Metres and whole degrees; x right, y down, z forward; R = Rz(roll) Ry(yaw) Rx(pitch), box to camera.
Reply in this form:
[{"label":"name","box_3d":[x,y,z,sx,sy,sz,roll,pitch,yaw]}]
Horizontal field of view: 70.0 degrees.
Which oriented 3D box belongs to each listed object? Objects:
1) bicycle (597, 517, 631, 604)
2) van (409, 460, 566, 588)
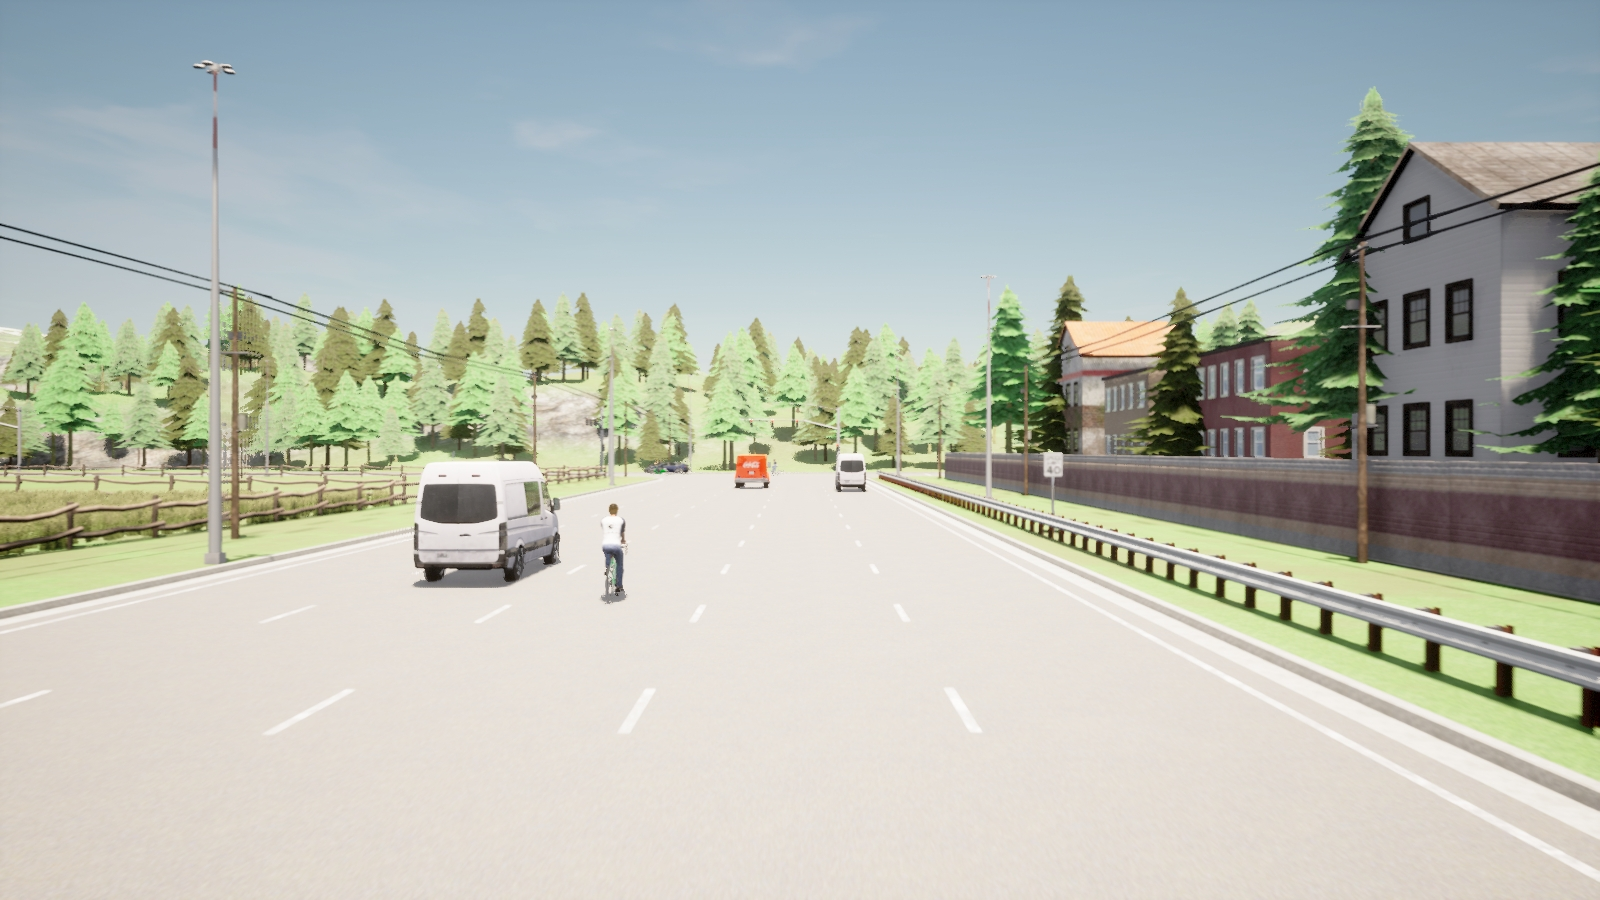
[{"label":"bicycle","box_3d":[-3.499,2.056,21.540,0.373,1.496,1.643,0,0,0]},{"label":"van","box_3d":[-6.995,1.534,26.286,1.988,2.561,5.915,0,0,0]}]
